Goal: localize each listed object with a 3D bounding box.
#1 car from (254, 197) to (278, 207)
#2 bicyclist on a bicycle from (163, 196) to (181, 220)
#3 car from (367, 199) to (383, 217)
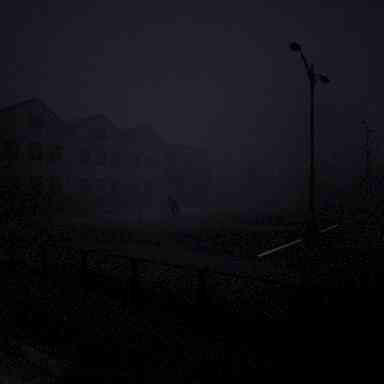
[{"bbox_3d":[10.442,1.356,46.685,2.033,1.411,5.357,0,0,32],"label":"car"},{"bbox_3d":[-1.393,1.109,23.058,1.656,1.620,0.582,0,0,35],"label":"bicyclist on a bicycle"},{"bbox_3d":[15.429,1.298,26.810,2.007,1.523,4.514,0,0,35],"label":"car"}]
